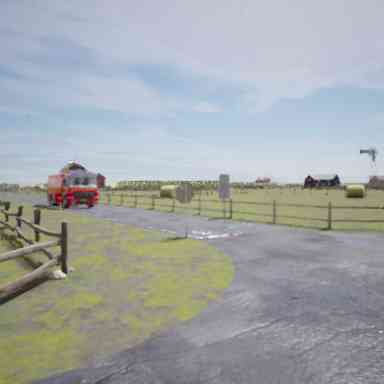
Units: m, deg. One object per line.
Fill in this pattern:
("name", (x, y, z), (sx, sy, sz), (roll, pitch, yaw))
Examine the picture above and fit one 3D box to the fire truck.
("fire truck", (-12.428, -0.335, 34.194), (2.891, 3.827, 8.468), (0, 1, -36))
